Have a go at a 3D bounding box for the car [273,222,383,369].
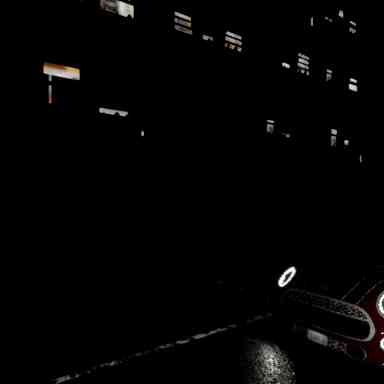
[{"bbox_3d":[3.504,1.359,5.763,4.553,1.767,2.097,0,0,-36],"label":"car"}]
